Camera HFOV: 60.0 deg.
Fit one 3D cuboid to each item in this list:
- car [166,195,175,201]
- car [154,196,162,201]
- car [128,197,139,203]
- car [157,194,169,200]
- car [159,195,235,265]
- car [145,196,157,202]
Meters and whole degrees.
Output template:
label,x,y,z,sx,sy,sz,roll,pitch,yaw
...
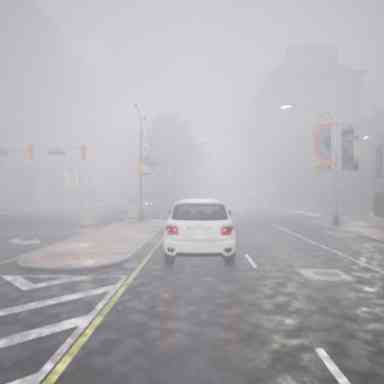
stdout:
label,x,y,z,sx,sy,sz,roll,pitch,yaw
car,-6.156,1.754,95.015,2.128,1.511,4.902,0,0,1
car,-9.656,1.822,95.052,1.895,1.301,4.718,0,0,1
car,-13.285,1.775,75.739,1.895,1.301,4.718,0,0,1
car,-6.462,1.419,79.405,2.150,2.045,5.566,0,0,1
car,0.273,1.250,11.932,2.150,2.045,5.566,0,0,1
car,-9.961,1.717,79.496,2.128,1.511,4.902,0,0,1
